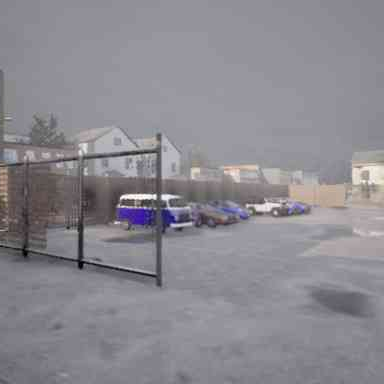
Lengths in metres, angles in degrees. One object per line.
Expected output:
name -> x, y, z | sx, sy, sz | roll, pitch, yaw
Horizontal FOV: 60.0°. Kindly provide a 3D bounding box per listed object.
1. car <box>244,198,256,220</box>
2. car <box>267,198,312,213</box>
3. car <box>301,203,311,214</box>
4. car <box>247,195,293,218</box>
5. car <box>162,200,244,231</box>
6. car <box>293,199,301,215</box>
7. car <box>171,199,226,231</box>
car -> 2.655, 1.395, 25.379 | 3.633, 1.501, 1.845 | 0, 0, 36
car -> 10.333, 1.399, 35.353 | 4.193, 1.474, 1.816 | 0, 0, 36
car -> 9.088, 1.332, 32.345 | 4.611, 1.667, 2.242 | 0, 0, 36
car -> 6.387, 1.226, 29.001 | 3.866, 1.878, 1.905 | 0, 0, 36
car -> 0.268, 1.457, 21.333 | 5.357, 1.415, 2.033 | 0, 0, 36
car -> 8.346, 1.437, 30.257 | 2.207, 1.379, 1.481 | 0, 0, 36
car -> 0.531, 1.386, 21.425 | 1.789, 1.547, 3.705 | 0, 0, 36
